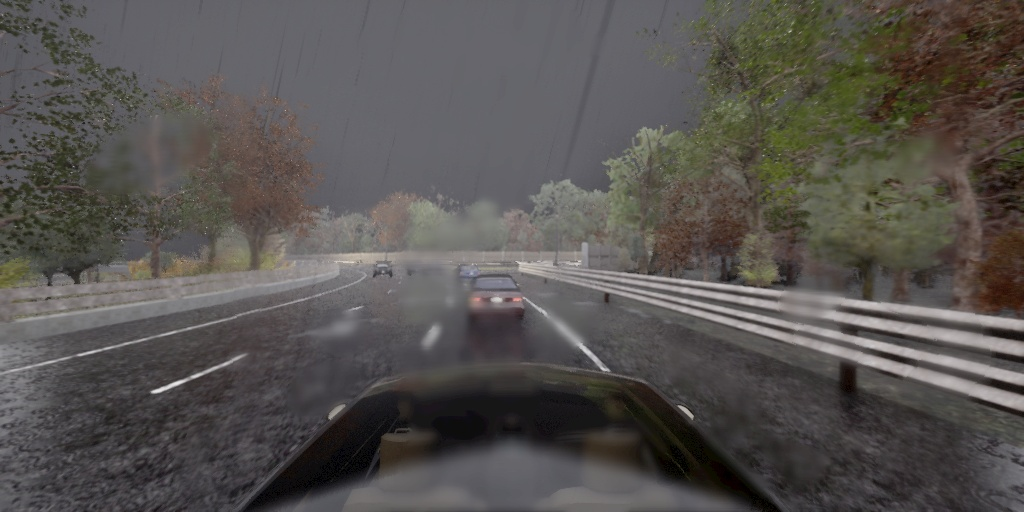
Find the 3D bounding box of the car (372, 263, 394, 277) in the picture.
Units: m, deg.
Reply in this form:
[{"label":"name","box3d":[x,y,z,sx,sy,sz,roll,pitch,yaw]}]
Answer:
[{"label":"car","box3d":[-13.961,1.438,38.764,1.812,1.442,4.674,0,0,-21]}]

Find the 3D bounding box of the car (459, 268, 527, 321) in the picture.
[{"label":"car","box3d":[-0.656,1.332,12.729,2.033,1.411,5.357,0,0,-6]}]

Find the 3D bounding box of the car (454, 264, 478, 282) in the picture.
[{"label":"car","box3d":[-3.688,1.395,29.678,2.033,1.411,5.357,0,0,-14]}]

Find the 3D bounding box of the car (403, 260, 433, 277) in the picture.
[{"label":"car","box3d":[-10.232,1.389,38.728,2.128,1.511,4.902,0,0,-19]}]

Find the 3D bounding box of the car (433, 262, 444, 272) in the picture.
[{"label":"car","box3d":[-10.654,1.477,48.757,2.033,1.411,5.357,0,0,-26]}]
